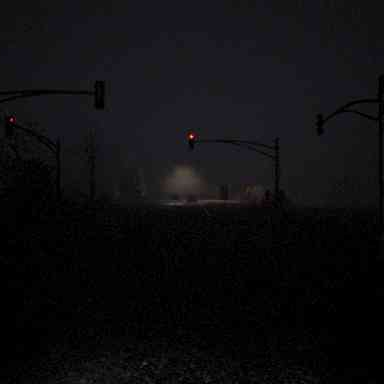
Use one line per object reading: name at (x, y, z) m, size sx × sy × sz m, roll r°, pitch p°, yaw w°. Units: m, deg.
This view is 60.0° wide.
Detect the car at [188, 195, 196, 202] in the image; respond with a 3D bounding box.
car at (-0.069, 1.425, 78.028) m, size 1.837 × 1.490 × 4.892 m, roll 0°, pitch 0°, yaw 0°

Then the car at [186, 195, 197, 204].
car at (-0.060, 1.424, 67.993) m, size 2.097 × 1.767 × 4.553 m, roll 0°, pitch 0°, yaw 0°

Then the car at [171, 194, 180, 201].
car at (-3.564, 1.195, 72.195) m, size 1.837 × 1.490 × 4.892 m, roll 0°, pitch 0°, yaw 0°
